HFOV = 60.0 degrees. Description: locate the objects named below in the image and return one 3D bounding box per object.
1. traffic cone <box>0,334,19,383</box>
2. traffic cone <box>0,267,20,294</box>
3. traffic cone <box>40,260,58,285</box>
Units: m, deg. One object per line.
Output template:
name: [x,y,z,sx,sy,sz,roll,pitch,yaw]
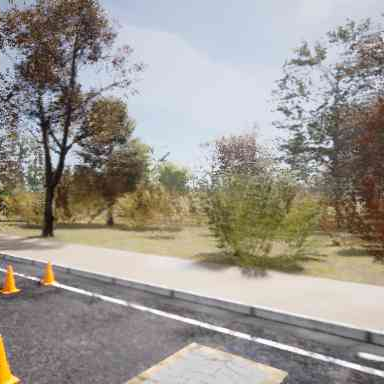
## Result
traffic cone: [-2.346,2.029,4.045,0.340,0.580,0.340,-1,-1,36]
traffic cone: [-4.389,2.098,8.023,0.340,0.580,0.340,-1,-1,36]
traffic cone: [-3.798,2.113,8.829,0.340,0.580,0.340,-1,-1,36]
